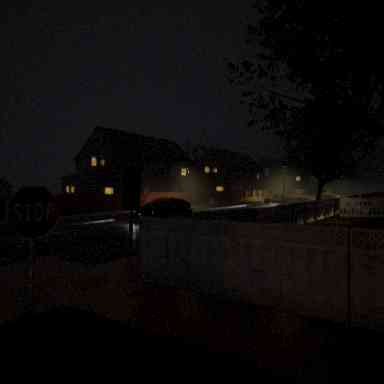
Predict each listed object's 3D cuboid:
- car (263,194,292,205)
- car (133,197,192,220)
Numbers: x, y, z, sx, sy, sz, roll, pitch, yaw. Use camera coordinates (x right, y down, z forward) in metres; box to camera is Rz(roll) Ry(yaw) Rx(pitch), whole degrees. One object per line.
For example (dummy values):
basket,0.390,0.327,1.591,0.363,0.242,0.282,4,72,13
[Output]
car,10.291,0.926,39.887,1.895,1.301,4.718,2,2,36
car,-1.873,1.147,22.739,1.837,1.490,4.892,2,2,35
